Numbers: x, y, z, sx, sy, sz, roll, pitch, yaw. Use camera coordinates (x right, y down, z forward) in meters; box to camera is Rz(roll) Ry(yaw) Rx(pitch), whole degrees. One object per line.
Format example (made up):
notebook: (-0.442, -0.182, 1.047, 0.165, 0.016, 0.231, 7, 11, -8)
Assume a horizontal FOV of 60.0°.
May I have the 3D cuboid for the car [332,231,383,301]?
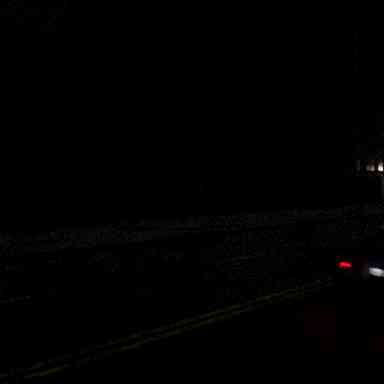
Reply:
car: (5.275, 1.397, 7.243, 5.357, 1.411, 2.033, -1, 1, -35)
